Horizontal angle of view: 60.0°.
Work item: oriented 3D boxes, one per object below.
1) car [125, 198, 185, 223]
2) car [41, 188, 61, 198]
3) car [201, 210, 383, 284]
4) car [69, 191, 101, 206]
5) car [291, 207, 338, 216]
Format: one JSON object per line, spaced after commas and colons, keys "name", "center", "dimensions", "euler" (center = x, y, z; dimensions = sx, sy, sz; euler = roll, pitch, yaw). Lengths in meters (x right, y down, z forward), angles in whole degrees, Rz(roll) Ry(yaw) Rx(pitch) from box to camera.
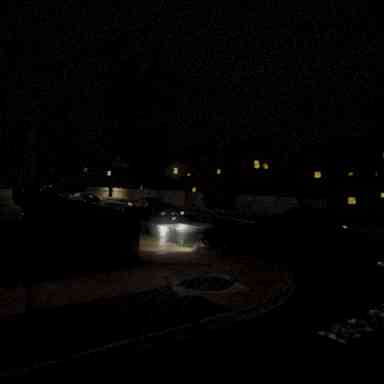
{"name": "car", "center": [-2.573, 1.083, 21.636], "dimensions": [2.033, 1.411, 5.357], "euler": [0, 2, -35]}
{"name": "car", "center": [-19.613, 0.153, 46.258], "dimensions": [1.882, 1.535, 5.008], "euler": [0, 2, -35]}
{"name": "car", "center": [2.882, 1.431, 9.638], "dimensions": [5.357, 1.411, 2.033], "euler": [7, 5, 38]}
{"name": "car", "center": [-10.875, 0.644, 33.556], "dimensions": [2.033, 1.411, 5.357], "euler": [0, 2, -35]}
{"name": "car", "center": [5.185, 1.397, 15.599], "dimensions": [1.994, 1.385, 4.181], "euler": [0, 2, -41]}
